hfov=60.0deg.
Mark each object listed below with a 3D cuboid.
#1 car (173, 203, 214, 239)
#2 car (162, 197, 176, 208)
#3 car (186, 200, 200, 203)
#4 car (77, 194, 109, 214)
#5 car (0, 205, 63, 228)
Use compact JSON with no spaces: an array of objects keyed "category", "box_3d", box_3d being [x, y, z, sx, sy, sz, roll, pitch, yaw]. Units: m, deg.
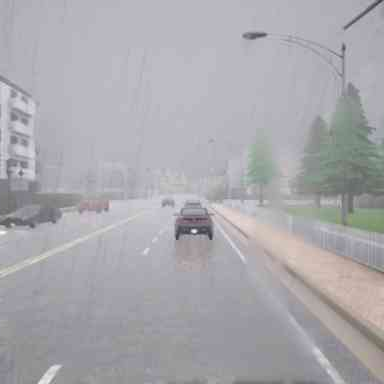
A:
[{"category":"car","box_3d":[0.101,1.521,17.484,1.837,1.490,4.892,0,0,0]},{"category":"car","box_3d":[-3.495,1.551,50.025,1.837,1.490,4.892,0,0,0]},{"category":"car","box_3d":[0.103,1.523,34.386,2.128,1.511,4.902,0,0,0]},{"category":"car","box_3d":[-10.571,1.255,36.101,2.150,2.045,5.566,0,0,0]},{"category":"car","box_3d":[-10.662,1.568,22.600,2.033,1.411,5.357,0,0,2]}]
